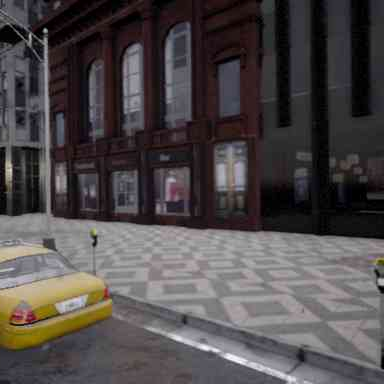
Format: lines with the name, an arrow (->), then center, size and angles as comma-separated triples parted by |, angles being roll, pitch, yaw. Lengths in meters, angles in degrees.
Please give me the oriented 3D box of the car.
car -> -3.454, 1.555, 6.104 | 4.829, 1.417, 1.752 | -1, 0, 39
